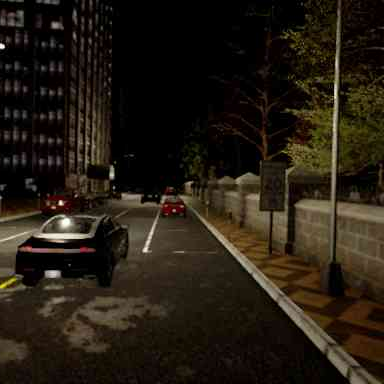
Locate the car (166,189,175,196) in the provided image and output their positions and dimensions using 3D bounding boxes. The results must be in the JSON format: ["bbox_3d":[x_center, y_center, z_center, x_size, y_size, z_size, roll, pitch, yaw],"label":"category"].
[{"bbox_3d":[-4.859,0.014,74.572,1.752,1.417,4.829,1,1,-4],"label":"car"}]

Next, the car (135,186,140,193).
[{"bbox_3d":[-13.475,-0.629,84.866,2.192,1.841,5.009,1,1,-4],"label":"car"}]

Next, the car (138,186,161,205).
[{"bbox_3d":[-4.928,0.507,39.852,2.097,1.767,4.553,1,1,-4],"label":"car"}]

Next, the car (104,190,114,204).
[{"bbox_3d":[-9.992,0.657,35.257,2.008,1.369,4.403,1,1,-4],"label":"car"}]

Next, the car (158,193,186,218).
[{"bbox_3d":[-1.359,1.079,24.789,1.887,1.381,4.507,1,1,-4],"label":"car"}]

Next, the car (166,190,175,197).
[{"bbox_3d":[-4.461,0.191,68.891,1.802,1.307,4.206,1,1,-4],"label":"car"}]

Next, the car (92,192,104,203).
[{"bbox_3d":[-9.604,0.771,29.744,2.008,1.369,4.403,1,1,-4],"label":"car"}]

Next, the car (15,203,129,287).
[{"bbox_3d":[-2.794,1.286,8.692,2.128,1.511,4.902,1,1,-4],"label":"car"}]

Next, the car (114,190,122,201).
[{"bbox_3d":[-10.755,0.404,46.112,1.752,1.417,4.829,1,1,-4],"label":"car"}]

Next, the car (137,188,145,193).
[{"bbox_3d":[-13.870,-0.498,90.384,1.947,1.339,4.313,1,1,-4],"label":"car"}]

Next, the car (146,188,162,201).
[{"bbox_3d":[-5.671,0.299,49.638,2.097,1.767,4.553,1,1,-4],"label":"car"}]

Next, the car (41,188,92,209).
[{"bbox_3d":[-9.211,0.649,24.228,2.192,1.841,5.009,1,1,-4],"label":"car"}]

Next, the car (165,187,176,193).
[{"bbox_3d":[-4.067,0.041,63.372,2.192,1.841,5.009,1,1,-4],"label":"car"}]

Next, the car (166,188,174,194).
[{"bbox_3d":[-5.620,-0.304,85.425,1.967,1.590,4.097,1,1,-4],"label":"car"}]
